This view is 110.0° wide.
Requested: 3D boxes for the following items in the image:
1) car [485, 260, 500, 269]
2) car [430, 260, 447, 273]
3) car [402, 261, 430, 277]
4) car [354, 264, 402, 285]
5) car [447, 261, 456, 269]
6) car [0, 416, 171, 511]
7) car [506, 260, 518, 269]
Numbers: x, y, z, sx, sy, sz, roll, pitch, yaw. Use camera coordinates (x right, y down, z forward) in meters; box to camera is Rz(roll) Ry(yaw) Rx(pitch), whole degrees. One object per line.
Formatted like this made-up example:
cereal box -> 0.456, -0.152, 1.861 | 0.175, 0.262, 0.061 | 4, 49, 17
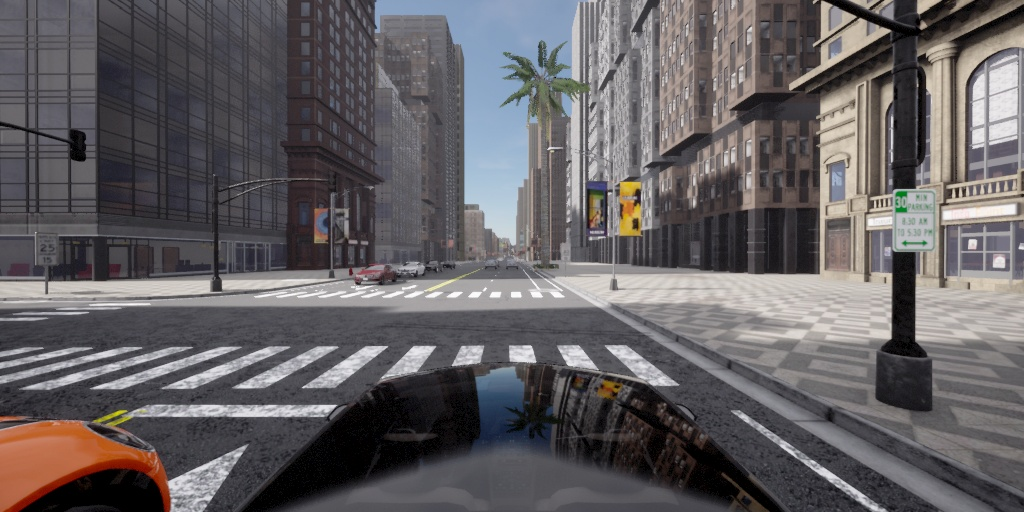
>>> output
car -> -3.229, 1.343, 55.767 | 2.033, 1.411, 5.357 | 0, 0, 0
car -> -9.831, 1.281, 44.556 | 1.837, 1.490, 4.892 | 0, 0, 0
car -> -9.835, 1.291, 35.300 | 1.812, 1.442, 4.674 | 0, 0, 0
car -> -9.843, 1.285, 26.308 | 1.812, 1.442, 4.674 | 0, 0, -1
car -> -9.784, 1.395, 54.856 | 1.895, 1.301, 4.718 | 0, 0, 0
car -> -3.150, 1.102, 0.288 | 2.097, 1.767, 4.553 | 0, 0, 0
car -> 0.021, 1.343, 55.766 | 2.033, 1.411, 5.357 | 0, 0, 0
